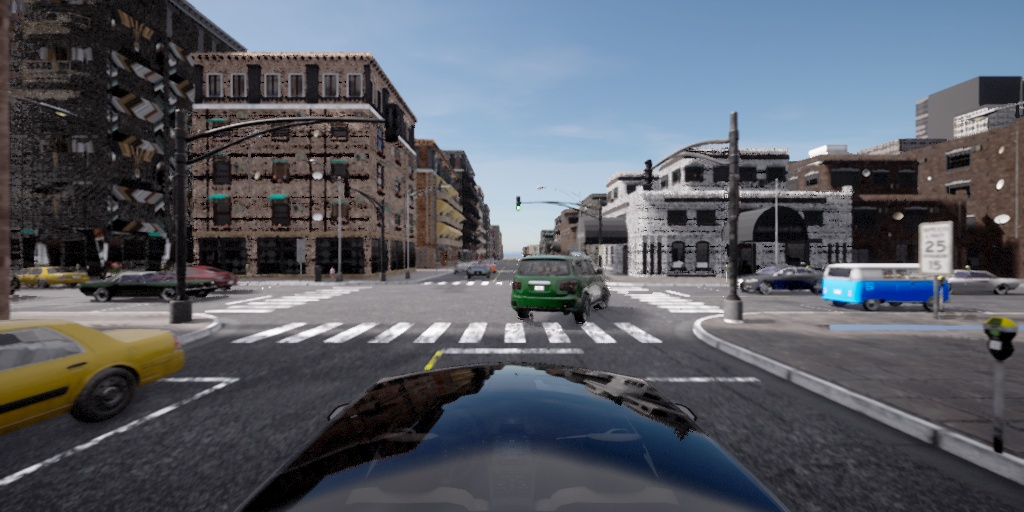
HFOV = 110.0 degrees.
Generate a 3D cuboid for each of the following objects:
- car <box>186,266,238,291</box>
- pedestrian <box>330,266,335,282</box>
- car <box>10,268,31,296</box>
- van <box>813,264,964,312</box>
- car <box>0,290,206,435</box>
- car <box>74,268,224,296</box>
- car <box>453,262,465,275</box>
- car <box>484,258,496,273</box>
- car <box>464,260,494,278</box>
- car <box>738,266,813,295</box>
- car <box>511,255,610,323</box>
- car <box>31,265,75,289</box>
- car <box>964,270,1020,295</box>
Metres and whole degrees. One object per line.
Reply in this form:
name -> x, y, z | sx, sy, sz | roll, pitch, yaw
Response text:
car -> -17.694, 1.279, 19.672 | 4.674, 1.442, 1.812 | 0, 0, 0
pedestrian -> -12.633, 1.257, 25.244 | 0.500, 1.100, 0.500 | 0, 0, 0
car -> -26.359, 0.978, 16.408 | 5.566, 2.045, 2.150 | 0, 0, 0
van -> 14.655, 1.186, 14.128 | 3.998, 1.789, 1.690 | 0, 0, 0
car -> -5.691, 1.280, 3.190 | 1.751, 1.417, 4.829 | 0, 0, 0
car -> -16.482, 1.372, 16.479 | 4.718, 1.301, 1.895 | 0, 0, -1
car -> -5.695, 1.408, 41.511 | 2.007, 1.370, 4.403 | 0, 0, 0
car -> -3.067, 1.220, 44.579 | 2.097, 1.767, 4.553 | 0, 0, 0
car -> -3.098, 1.399, 34.409 | 1.994, 1.385, 4.181 | 0, 0, 0
car -> 14.924, 1.309, 19.930 | 4.902, 1.511, 2.128 | 0, 0, -2
car -> 1.854, 1.015, 12.583 | 2.150, 2.045, 5.566 | -1, -1, 24
car -> -29.260, 1.251, 22.178 | 4.829, 1.417, 1.751 | 0, 0, 0
car -> 24.766, 1.444, 19.993 | 4.718, 1.301, 1.895 | 0, 0, 0
